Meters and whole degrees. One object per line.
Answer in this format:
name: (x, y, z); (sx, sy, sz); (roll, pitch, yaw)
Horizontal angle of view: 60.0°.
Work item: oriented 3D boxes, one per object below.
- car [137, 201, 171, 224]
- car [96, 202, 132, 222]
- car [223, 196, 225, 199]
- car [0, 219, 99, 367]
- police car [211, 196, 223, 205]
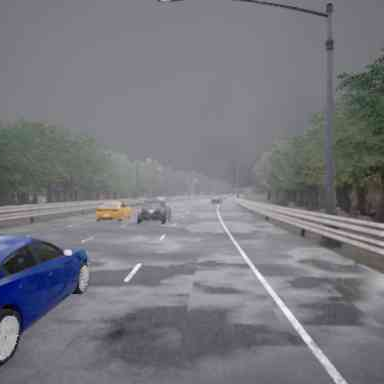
car: (-2.807, 1.438, 25.674); (2.097, 1.767, 4.553); (0, 0, 2)
car: (-6.252, 1.566, 27.123); (1.882, 1.535, 5.008); (0, 0, 2)
car: (6.002, 1.701, 77.608); (2.097, 1.767, 4.553); (0, 0, 7)
car: (-3.341, 1.493, 5.794); (1.882, 1.535, 5.008); (0, 0, 1)
police car: (4.859, 1.716, 67.967); (1.930, 1.638, 5.238); (0, 0, 6)
